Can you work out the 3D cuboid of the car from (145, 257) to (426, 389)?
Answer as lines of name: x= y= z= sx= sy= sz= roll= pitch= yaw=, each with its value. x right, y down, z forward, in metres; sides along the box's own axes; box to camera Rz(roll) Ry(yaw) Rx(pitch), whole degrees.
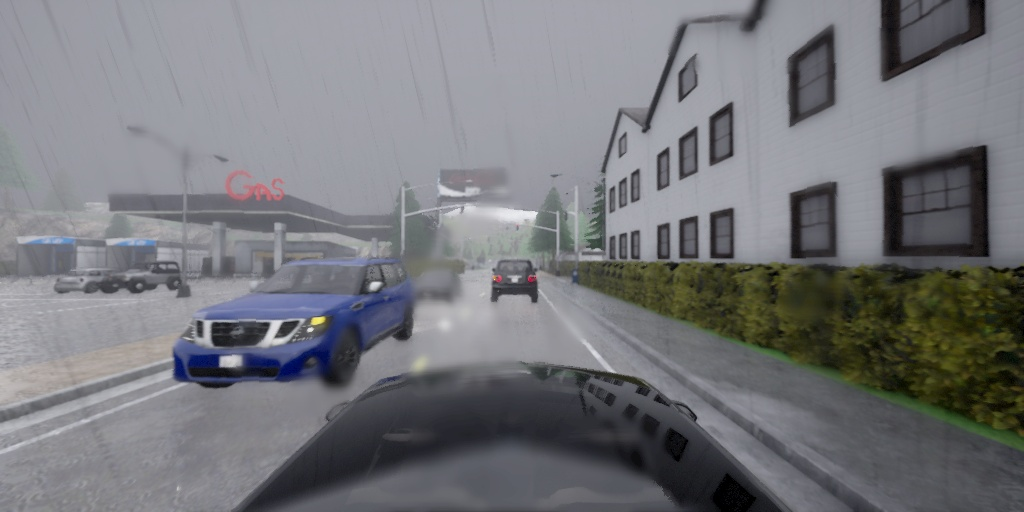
car: x=-3.583 y=1.039 z=7.362 sx=2.150 sy=2.045 sz=5.566 roll=0 pitch=-1 yaw=0

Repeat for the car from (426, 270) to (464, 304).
car: x=-3.524 y=1.444 z=17.541 sx=1.837 sy=1.490 sz=4.892 roll=0 pitch=-1 yaw=1

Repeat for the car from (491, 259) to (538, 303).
car: x=0.140 y=1.170 z=18.218 sx=2.150 sy=2.045 sz=5.566 roll=0 pitch=-1 yaw=0
